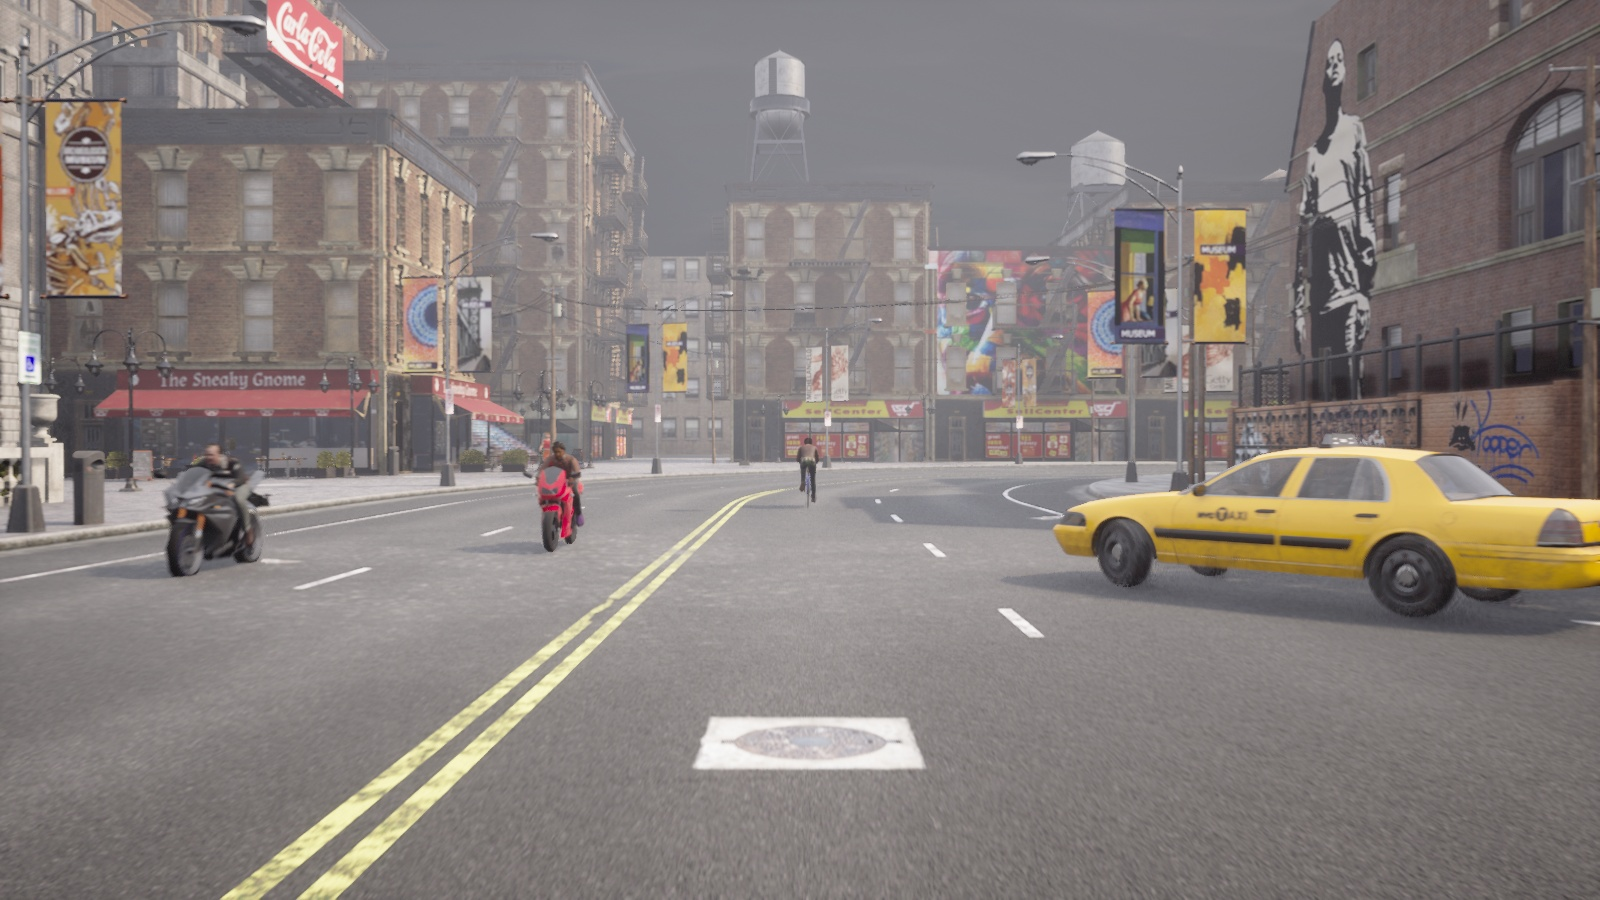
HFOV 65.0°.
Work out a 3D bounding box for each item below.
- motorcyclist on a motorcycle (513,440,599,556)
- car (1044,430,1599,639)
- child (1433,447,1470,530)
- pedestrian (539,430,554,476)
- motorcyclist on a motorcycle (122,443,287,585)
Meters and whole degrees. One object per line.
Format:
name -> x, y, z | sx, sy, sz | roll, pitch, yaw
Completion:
motorcyclist on a motorcycle -> -3.382, 0.627, 17.572 | 0.797, 1.523, 2.044 | 0, 0, 0
car -> 5.040, 0.622, 12.065 | 1.801, 1.575, 5.366 | 0, 0, -39
child -> 10.034, 0.582, 19.347 | 0.270, 1.263, 0.437 | 0, 0, -17
pedestrian -> -10.112, 0.112, 50.177 | 0.345, 1.836, 0.594 | 0, 0, 18
motorcyclist on a motorcycle -> -6.898, 0.692, 14.700 | 0.866, 1.530, 2.191 | 0, 0, 0
